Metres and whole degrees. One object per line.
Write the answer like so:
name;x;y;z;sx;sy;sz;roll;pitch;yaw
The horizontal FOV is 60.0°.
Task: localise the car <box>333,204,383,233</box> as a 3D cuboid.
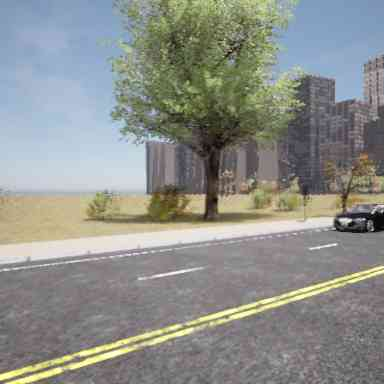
car;10.081;1.438;19.198;4.902;1.511;2.128;0;0;-37
